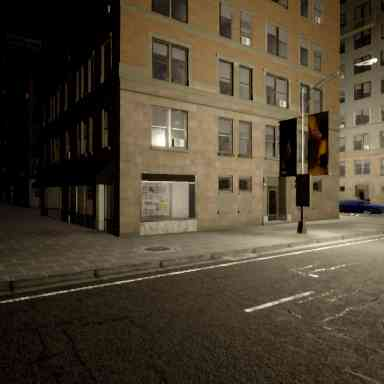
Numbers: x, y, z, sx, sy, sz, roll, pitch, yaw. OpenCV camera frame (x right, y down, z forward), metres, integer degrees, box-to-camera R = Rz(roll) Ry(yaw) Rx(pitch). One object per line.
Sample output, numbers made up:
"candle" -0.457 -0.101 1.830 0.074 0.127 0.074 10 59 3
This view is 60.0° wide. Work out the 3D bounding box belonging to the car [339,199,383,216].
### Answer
"car" 16.041 1.465 32.328 1.882 1.535 5.008 0 0 -33
